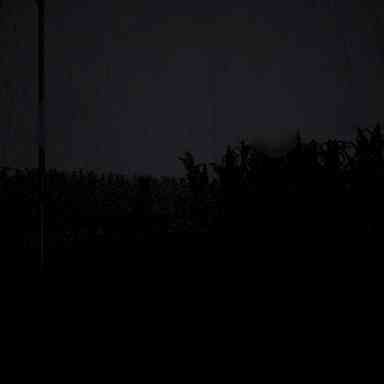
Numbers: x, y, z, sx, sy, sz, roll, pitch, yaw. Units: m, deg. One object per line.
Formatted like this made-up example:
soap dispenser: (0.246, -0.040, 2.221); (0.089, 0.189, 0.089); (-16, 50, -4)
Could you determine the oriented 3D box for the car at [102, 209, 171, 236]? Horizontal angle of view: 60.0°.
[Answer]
car: (-3.075, 1.654, 19.216); (1.994, 1.385, 4.181); (-1, -1, 36)
